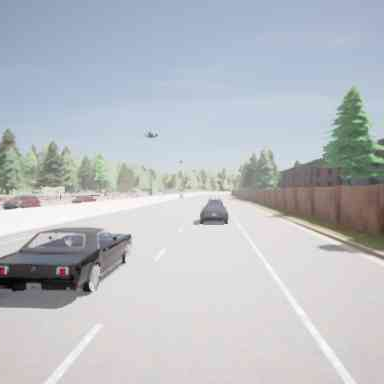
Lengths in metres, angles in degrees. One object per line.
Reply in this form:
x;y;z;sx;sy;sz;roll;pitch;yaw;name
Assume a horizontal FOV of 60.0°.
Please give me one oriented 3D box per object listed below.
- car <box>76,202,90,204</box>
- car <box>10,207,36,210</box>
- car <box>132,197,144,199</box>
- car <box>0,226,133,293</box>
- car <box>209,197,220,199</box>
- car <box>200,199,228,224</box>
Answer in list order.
-14.656;1.239;44.967;1.882;1.535;5.008;0;0;4;car
-18.749;1.124;36.871;2.097;1.767;4.553;0;0;4;car
-9.892;1.327;62.269;1.895;1.301;4.718;0;0;4;car
-2.944;1.554;8.705;1.895;1.301;4.718;0;0;4;car
2.838;1.346;41.980;2.128;1.511;4.902;0;0;4;car
1.609;1.480;24.183;1.994;1.385;4.181;0;0;4;car
